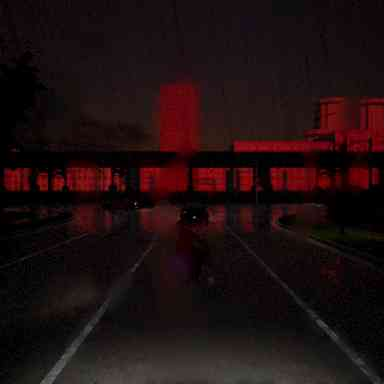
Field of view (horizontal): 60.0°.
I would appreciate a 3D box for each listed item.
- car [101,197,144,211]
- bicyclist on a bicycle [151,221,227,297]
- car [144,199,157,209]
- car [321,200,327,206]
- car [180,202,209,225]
[{"bbox_3d":[-8.586,1.347,40.438,4.553,1.767,2.097,0,0,6],"label":"car"},{"bbox_3d":[-0.084,1.454,7.145,1.656,1.620,0.582,-2,0,0],"label":"bicyclist on a bicycle"},{"bbox_3d":[-7.086,1.501,44.201,4.892,1.490,1.837,0,0,2],"label":"car"},{"bbox_3d":[22.095,1.384,50.527,4.892,1.490,1.837,-1,0,2],"label":"car"},{"bbox_3d":[0.169,1.478,23.803,1.882,1.535,5.008,0,0,0],"label":"car"}]
